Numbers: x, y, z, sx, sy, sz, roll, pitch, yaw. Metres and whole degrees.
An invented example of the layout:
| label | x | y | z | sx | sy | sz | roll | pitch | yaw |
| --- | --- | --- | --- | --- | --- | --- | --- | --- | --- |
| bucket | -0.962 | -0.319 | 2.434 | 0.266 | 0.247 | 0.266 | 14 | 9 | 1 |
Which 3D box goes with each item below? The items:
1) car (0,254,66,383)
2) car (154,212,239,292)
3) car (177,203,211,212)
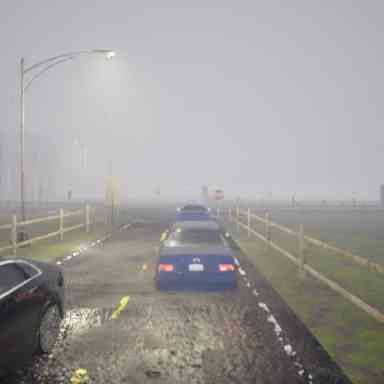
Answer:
| label | x | y | z | sx | sy | sz | roll | pitch | yaw |
| --- | --- | --- | --- | --- | --- | --- | --- | --- | --- |
| car | -2.844 | 1.475 | 3.186 | 2.128 | 1.511 | 4.902 | 0 | 0 | 0 |
| car | 0.099 | 1.502 | 8.970 | 2.033 | 1.411 | 5.357 | 0 | 0 | 0 |
| car | 0.107 | 1.380 | 19.584 | 1.882 | 1.535 | 5.008 | 0 | 0 | 0 |
